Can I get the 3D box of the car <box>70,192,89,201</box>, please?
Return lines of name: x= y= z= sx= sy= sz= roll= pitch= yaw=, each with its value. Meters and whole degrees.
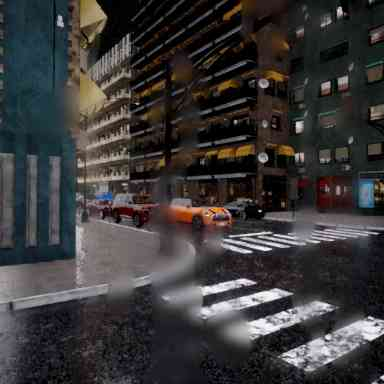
car: x=-19.267 y=0.770 z=56.784 sx=1.887 sy=1.381 sz=4.507 roll=2 pitch=0 yaw=-36

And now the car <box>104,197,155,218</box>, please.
car: x=-5.302 y=1.185 z=27.587 sx=2.033 sy=1.411 sz=5.357 roll=1 pitch=0 yaw=-36

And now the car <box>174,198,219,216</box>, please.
car: x=0.323 y=1.289 z=29.705 sx=1.802 sy=1.307 sz=4.206 roll=2 pitch=0 yaw=-36

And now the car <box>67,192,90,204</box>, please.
car: x=-16.658 y=0.825 z=48.740 sx=1.837 sy=1.490 sz=4.892 roll=1 pitch=1 yaw=-36

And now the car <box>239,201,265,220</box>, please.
car: x=3.588 y=1.354 z=25.192 sx=1.947 sy=1.339 sz=4.313 roll=2 pitch=0 yaw=-36

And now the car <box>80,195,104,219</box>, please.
car: x=-6.489 y=1.183 z=24.825 sx=1.887 sy=1.381 sz=4.507 roll=2 pitch=0 yaw=-36

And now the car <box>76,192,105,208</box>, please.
car: x=-11.181 y=1.018 z=35.724 sx=1.812 sy=1.442 sz=4.674 roll=1 pitch=1 yaw=-36

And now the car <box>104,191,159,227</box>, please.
car: x=-3.217 y=1.034 z=20.312 sx=2.192 sy=1.841 sz=5.009 roll=2 pitch=0 yaw=-36

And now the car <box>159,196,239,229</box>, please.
car: x=0.294 y=1.127 z=19.894 sx=2.097 sy=1.767 sz=4.553 roll=1 pitch=0 yaw=-37
